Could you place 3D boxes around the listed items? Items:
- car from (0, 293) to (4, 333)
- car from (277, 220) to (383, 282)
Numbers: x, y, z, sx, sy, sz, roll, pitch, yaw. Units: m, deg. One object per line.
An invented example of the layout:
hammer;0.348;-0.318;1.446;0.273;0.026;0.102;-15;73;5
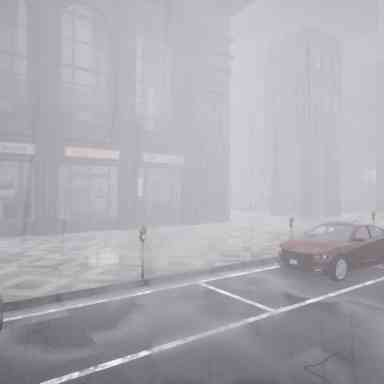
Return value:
car;-4.701;1.315;3.290;5.009;1.841;2.192;0;0;-36
car;4.419;1.545;9.798;4.507;1.381;1.887;0;0;-36
